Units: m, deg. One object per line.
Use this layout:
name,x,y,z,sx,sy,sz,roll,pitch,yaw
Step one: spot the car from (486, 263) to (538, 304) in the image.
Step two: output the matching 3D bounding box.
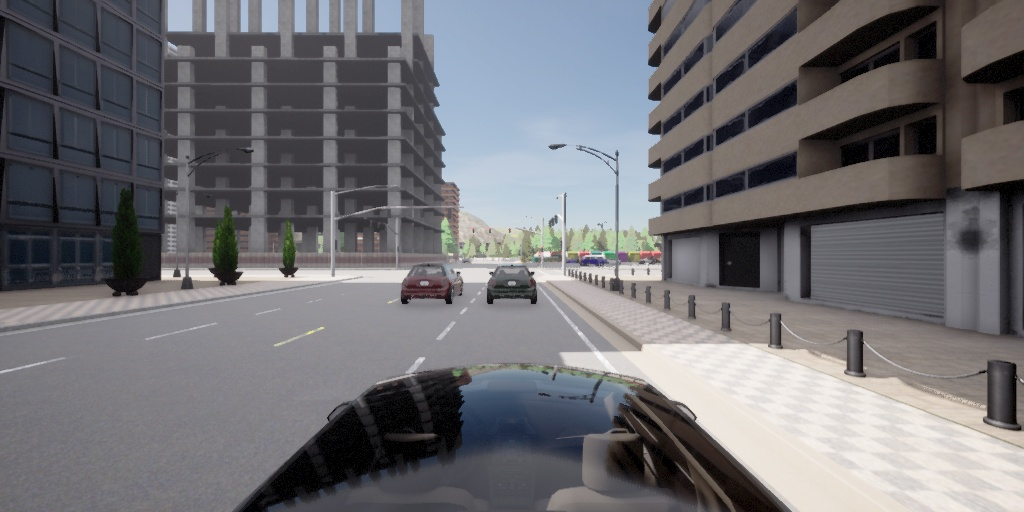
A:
car,0.000,1.115,16.470,2.097,1.767,4.553,0,0,0

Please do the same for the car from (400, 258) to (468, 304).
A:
car,-3.500,1.115,16.470,2.097,1.767,4.553,0,0,0
